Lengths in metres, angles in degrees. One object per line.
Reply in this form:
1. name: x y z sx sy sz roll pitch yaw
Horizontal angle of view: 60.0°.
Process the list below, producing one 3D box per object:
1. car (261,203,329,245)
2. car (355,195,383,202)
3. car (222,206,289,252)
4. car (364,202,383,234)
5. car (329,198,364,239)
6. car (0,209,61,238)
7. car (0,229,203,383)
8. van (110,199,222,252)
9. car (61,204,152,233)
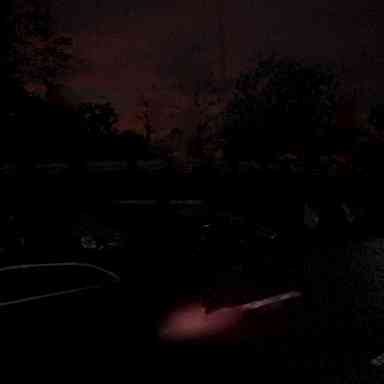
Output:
1. car: 3.640 1.355 15.564 4.553 1.767 2.185 -1 0 35
2. car: 10.974 1.223 20.875 5.566 2.045 2.435 -1 0 34
3. car: 1.155 1.484 13.846 4.892 1.521 2.231 -1 -1 34
4. car: 8.565 1.506 19.083 4.792 1.488 2.163 -1 -1 35
5. car: 6.101 1.353 17.330 4.553 1.767 2.185 -1 -1 34
6. car: -6.198 1.235 8.572 5.566 2.045 2.435 -1 -1 34
7. car: -2.500 1.493 4.036 4.902 1.511 2.128 0 0 -35
8. van: -1.403 1.260 12.149 4.442 1.987 1.878 -1 0 34
9. car: -3.787 1.360 10.356 4.553 1.767 2.185 -1 -1 34
